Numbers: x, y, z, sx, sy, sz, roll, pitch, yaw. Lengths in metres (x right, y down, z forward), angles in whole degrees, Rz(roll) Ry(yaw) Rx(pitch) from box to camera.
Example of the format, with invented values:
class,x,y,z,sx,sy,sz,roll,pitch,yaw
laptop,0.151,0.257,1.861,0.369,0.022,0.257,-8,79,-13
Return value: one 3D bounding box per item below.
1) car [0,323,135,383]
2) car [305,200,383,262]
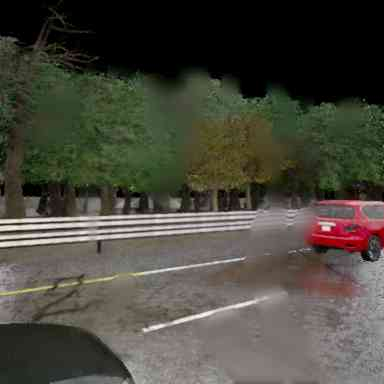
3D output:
class,x,y,z,sx,sy,sz,roll,pitch,yaw
car,-2.378,1.555,2.044,4.181,1.385,1.994,1,0,-36
car,6.731,1.351,12.860,5.566,2.045,2.150,1,0,-36
